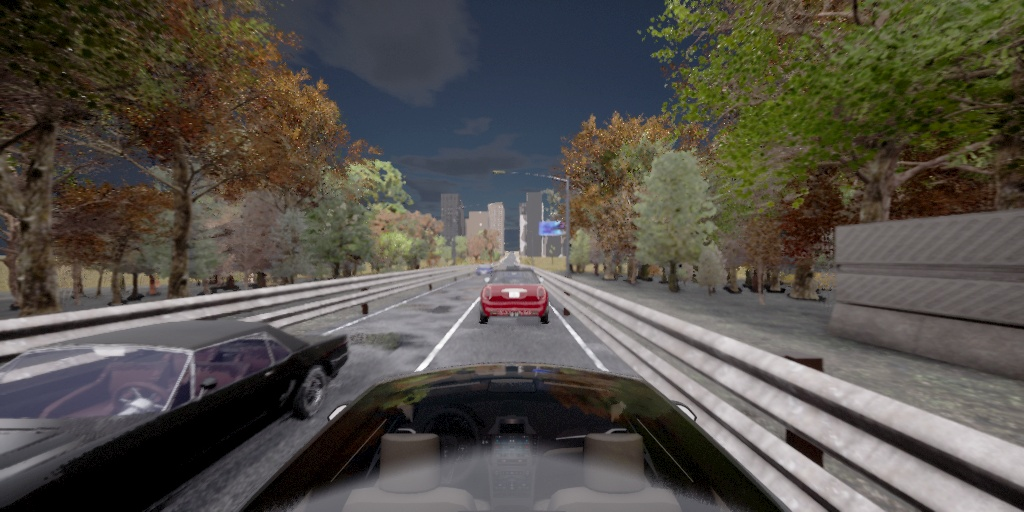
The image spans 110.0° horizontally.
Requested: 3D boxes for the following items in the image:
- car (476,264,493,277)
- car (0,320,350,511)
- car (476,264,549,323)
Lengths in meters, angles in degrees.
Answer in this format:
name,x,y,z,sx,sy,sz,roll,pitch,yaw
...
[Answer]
name,x,y,z,sx,sy,sz,roll,pitch,yaw
car,-3.350,1.771,44.684,1.812,1.442,4.674,0,-1,0
car,-3.351,1.356,3.120,1.895,1.301,4.718,0,0,0
car,0.076,1.163,12.538,2.097,1.767,4.553,0,-1,0
